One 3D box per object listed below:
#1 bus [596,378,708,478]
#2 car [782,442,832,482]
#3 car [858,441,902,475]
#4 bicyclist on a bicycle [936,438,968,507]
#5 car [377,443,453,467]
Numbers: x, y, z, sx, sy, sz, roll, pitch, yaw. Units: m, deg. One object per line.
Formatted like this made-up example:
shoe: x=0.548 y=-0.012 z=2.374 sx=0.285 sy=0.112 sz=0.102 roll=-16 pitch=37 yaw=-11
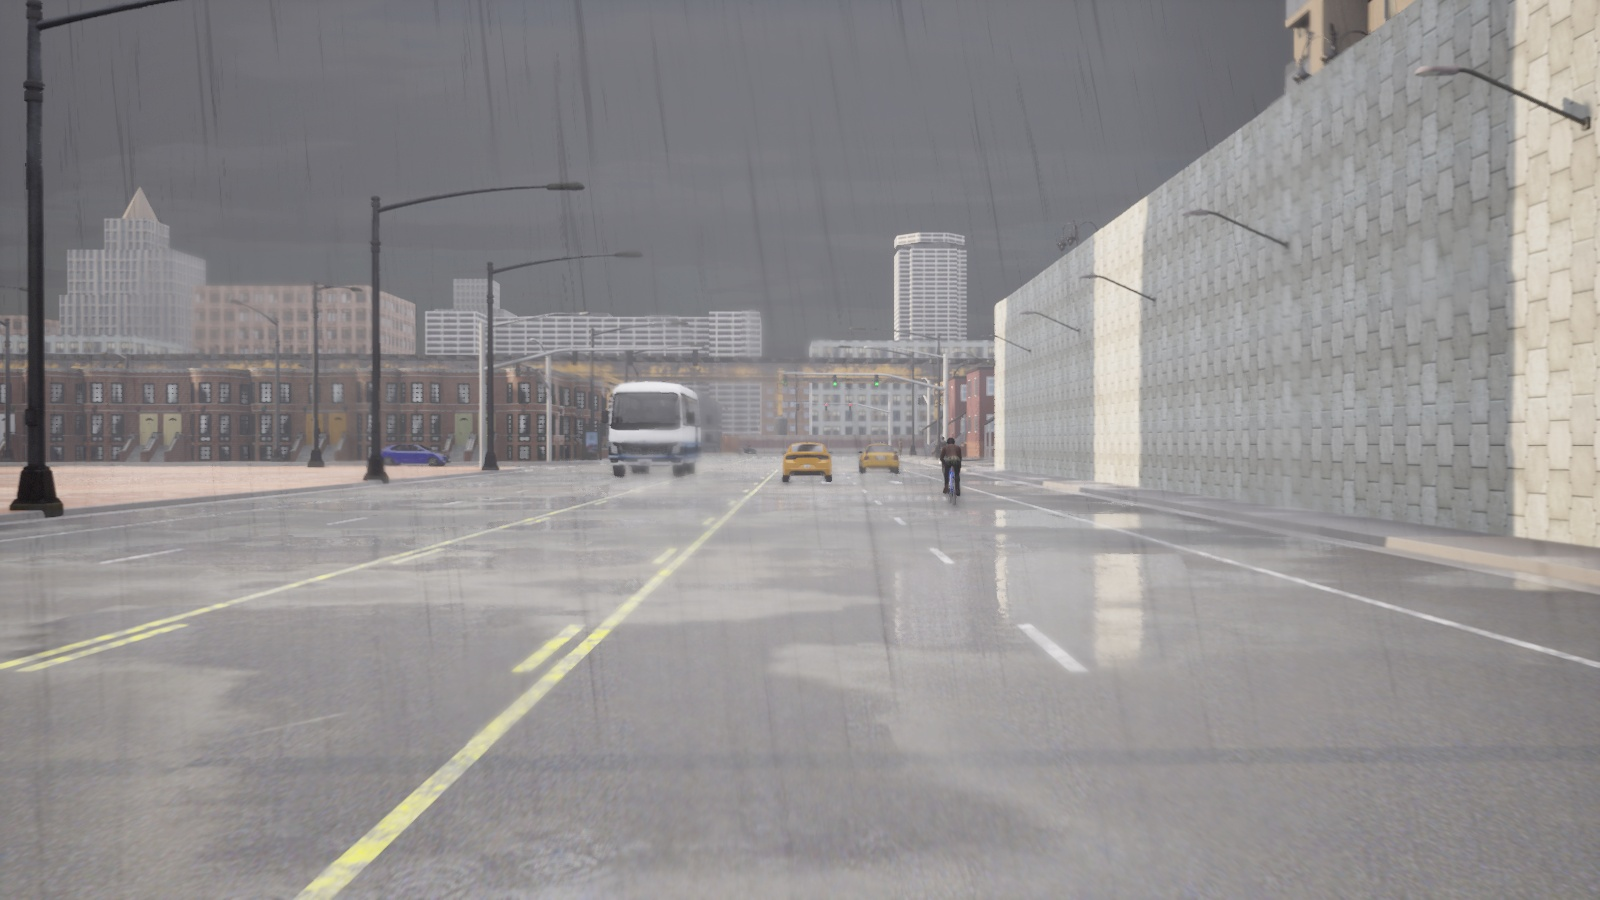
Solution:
bus: x=-6.662 y=-0.964 z=58.355 sx=3.944 sy=4.253 sz=10.273 roll=0 pitch=0 yaw=0
car: x=0.289 y=0.443 z=49.785 sx=1.882 sy=1.535 sz=5.008 roll=0 pitch=0 yaw=0
car: x=3.853 y=0.343 z=61.225 sx=1.801 sy=1.575 sz=5.366 roll=0 pitch=0 yaw=0
bicyclist on a bicycle: x=3.683 y=0.530 z=30.483 sx=0.582 sy=1.620 sz=1.656 roll=0 pitch=0 yaw=0
car: x=-23.886 y=0.302 z=77.964 sx=4.193 sy=1.474 sz=1.816 roll=0 pitch=0 yaw=0
